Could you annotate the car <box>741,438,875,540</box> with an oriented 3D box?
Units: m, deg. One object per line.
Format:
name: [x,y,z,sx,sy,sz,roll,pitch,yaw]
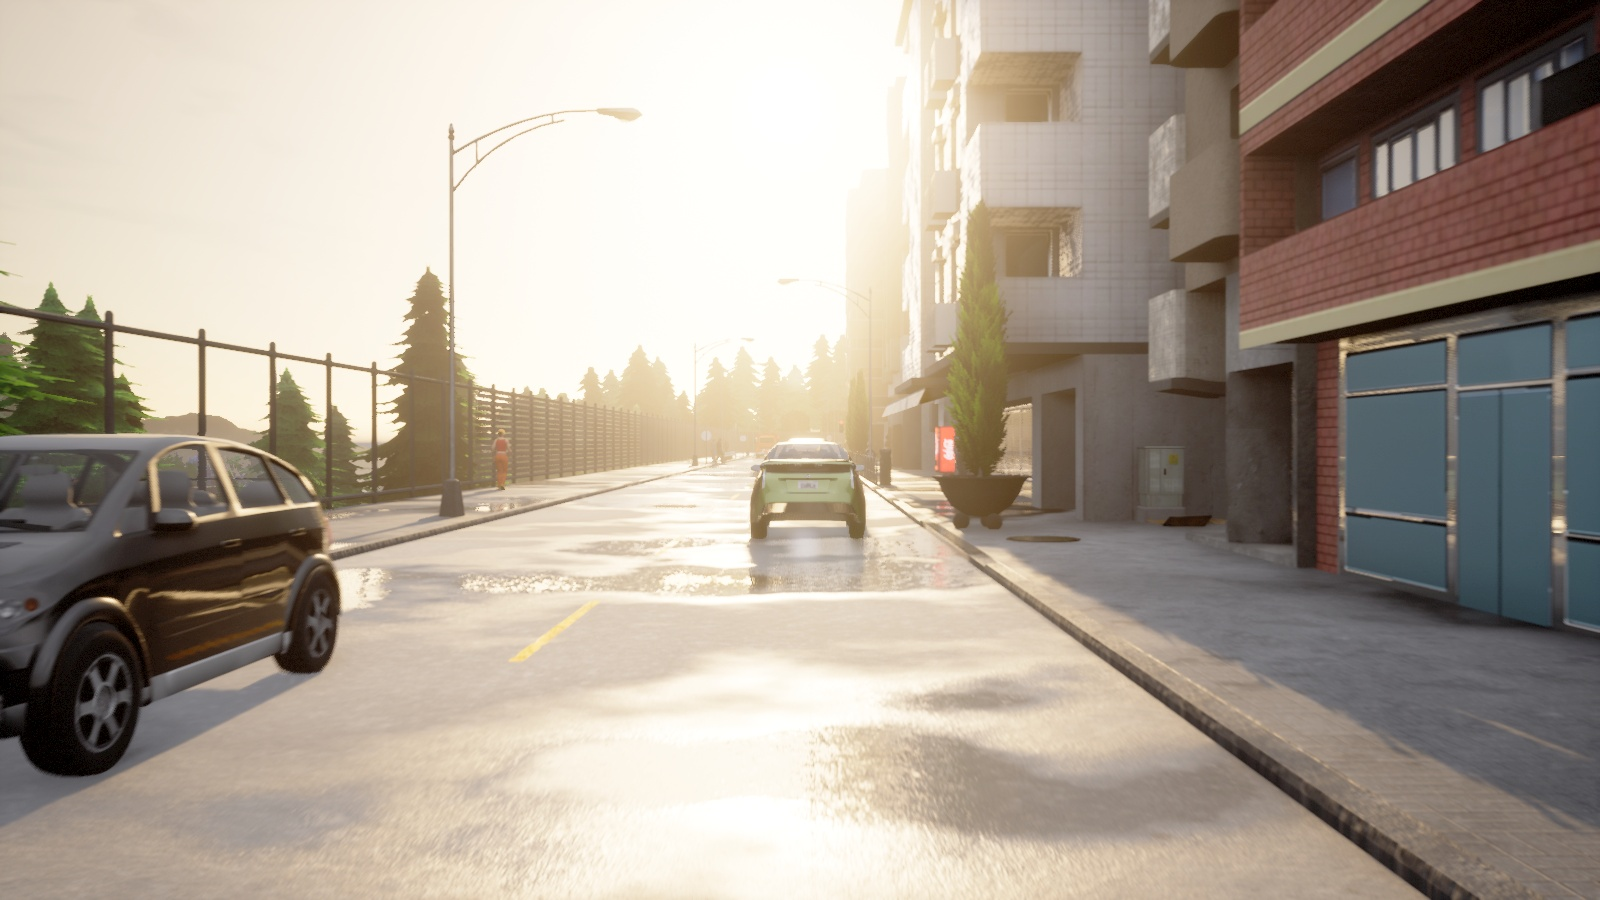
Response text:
car: [0.132,0.574,21.097,2.007,1.525,4.514,0,0,0]

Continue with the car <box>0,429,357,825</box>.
car: [-3.946,0.684,6.763,1.789,1.549,3.705,0,0,0]

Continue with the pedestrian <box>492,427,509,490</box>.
pedestrian: [-8.793,0.241,36.915,0.345,1.836,0.594,0,0,2]

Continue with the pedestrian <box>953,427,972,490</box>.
pedestrian: [4.762,0.253,36.813,0.345,1.836,0.594,0,0,-19]
